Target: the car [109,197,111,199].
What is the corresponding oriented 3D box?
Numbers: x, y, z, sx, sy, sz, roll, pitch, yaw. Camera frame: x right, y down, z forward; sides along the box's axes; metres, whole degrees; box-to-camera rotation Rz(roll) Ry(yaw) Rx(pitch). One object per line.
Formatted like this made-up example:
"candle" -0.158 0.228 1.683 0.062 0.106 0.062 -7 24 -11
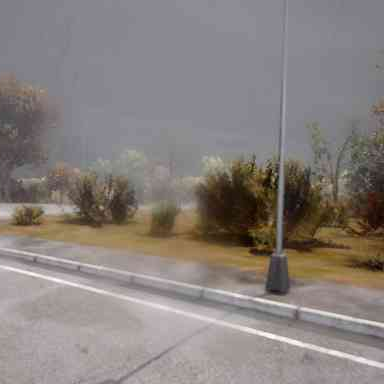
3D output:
"car" -14.901 1.540 56.698 2.097 1.767 4.553 2 -2 20
